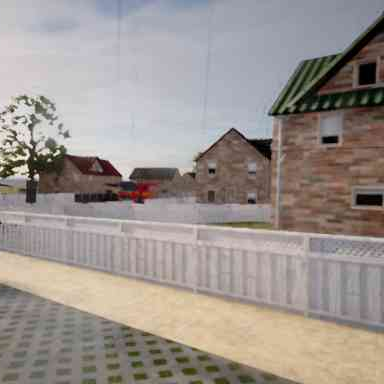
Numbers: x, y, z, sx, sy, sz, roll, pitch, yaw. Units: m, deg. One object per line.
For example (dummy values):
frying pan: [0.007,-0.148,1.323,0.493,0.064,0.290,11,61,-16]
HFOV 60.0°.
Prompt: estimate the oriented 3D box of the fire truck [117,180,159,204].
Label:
fire truck: [-8.196,0.034,51.793,2.891,3.827,8.468,2,1,19]
